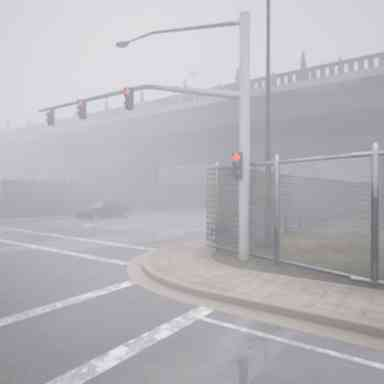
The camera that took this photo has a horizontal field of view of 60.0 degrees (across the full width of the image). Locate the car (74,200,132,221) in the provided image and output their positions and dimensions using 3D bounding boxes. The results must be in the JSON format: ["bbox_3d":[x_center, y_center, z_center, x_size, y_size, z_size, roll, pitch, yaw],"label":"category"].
[{"bbox_3d":[-7.173,1.475,27.163,1.882,1.535,5.008,0,0,35],"label":"car"}]
